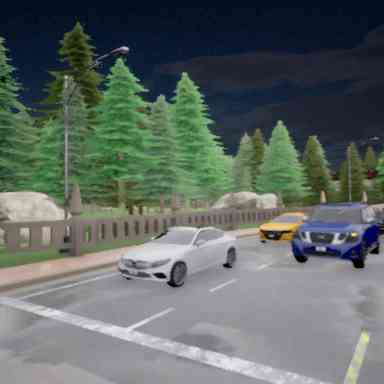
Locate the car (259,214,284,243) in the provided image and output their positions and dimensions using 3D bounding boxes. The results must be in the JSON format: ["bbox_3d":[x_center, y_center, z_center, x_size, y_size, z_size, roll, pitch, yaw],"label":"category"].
[{"bbox_3d":[5.417,1.859,17.798,1.882,1.535,5.008,-2,-2,40],"label":"car"}]

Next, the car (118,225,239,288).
[{"bbox_3d":[-0.152,1.782,10.336,1.812,1.442,4.674,-2,-2,35],"label":"car"}]

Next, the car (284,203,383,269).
[{"bbox_3d":[5.669,1.465,12.634,2.150,2.045,5.566,-2,-2,37],"label":"car"}]

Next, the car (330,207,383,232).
[{"bbox_3d":[12.601,1.963,24.682,4.902,1.511,2.128,0,-2,-36],"label":"car"}]
